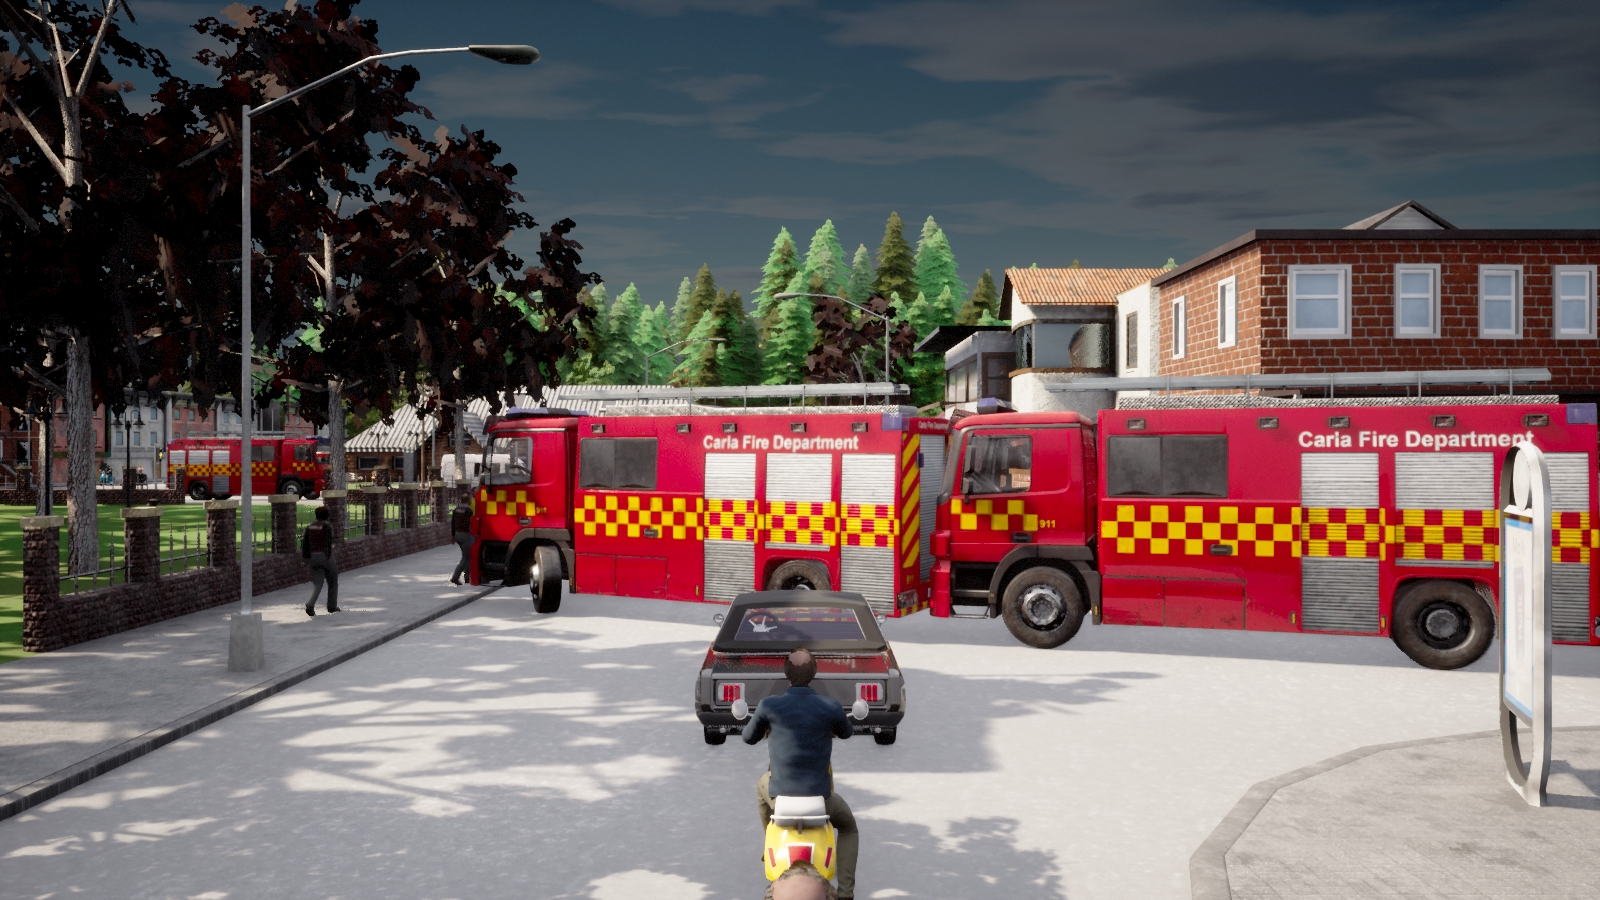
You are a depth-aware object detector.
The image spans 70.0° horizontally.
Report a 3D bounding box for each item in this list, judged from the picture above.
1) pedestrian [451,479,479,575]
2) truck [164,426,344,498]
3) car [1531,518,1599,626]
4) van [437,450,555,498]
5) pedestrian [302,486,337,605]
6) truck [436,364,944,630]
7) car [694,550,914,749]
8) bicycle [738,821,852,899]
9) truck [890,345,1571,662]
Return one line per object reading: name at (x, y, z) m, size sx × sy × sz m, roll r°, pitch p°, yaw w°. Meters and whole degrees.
pedestrian at (-6.622, 1.513, 22.576) m, size 0.375 × 1.860 × 0.375 m, roll 0°, pitch 0°, yaw 36°
truck at (-29.853, 0.645, 62.699) m, size 8.468 × 3.827 × 2.891 m, roll 0°, pitch 0°, yaw 1°
car at (14.144, 1.835, 17.290) m, size 4.792 × 1.488 × 2.163 m, roll 0°, pitch 0°, yaw 0°
van at (-16.613, 1.289, 62.612) m, size 5.915 × 2.561 × 1.988 m, roll 0°, pitch 0°, yaw 0°
pedestrian at (-7.691, 1.517, 18.308) m, size 0.375 × 1.860 × 0.375 m, roll 0°, pitch 0°, yaw 9°
truck at (-2.039, 0.664, 19.659) m, size 8.468 × 3.827 × 2.891 m, roll 0°, pitch 0°, yaw 27°
car at (0.033, 1.930, 12.217) m, size 1.895 × 1.301 × 4.718 m, roll 0°, pitch 0°, yaw 0°
bicycle at (-0.015, 1.938, 3.086) m, size 0.329 × 1.271 × 1.835 m, roll 0°, pitch 0°, yaw 0°
truck at (5.773, 0.661, 16.545) m, size 8.468 × 3.827 × 2.891 m, roll 0°, pitch 0°, yaw 18°
